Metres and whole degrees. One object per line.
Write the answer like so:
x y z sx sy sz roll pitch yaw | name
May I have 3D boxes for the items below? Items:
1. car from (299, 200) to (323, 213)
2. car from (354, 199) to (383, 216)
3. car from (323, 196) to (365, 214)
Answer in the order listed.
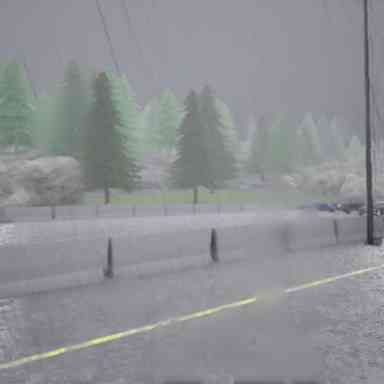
15.069 1.709 40.533 5.008 1.535 1.882 1 -1 -35 | car
19.533 1.743 35.117 4.892 1.490 1.837 1 -1 -35 | car
17.953 1.470 38.292 5.566 2.045 2.150 1 -1 -35 | car
